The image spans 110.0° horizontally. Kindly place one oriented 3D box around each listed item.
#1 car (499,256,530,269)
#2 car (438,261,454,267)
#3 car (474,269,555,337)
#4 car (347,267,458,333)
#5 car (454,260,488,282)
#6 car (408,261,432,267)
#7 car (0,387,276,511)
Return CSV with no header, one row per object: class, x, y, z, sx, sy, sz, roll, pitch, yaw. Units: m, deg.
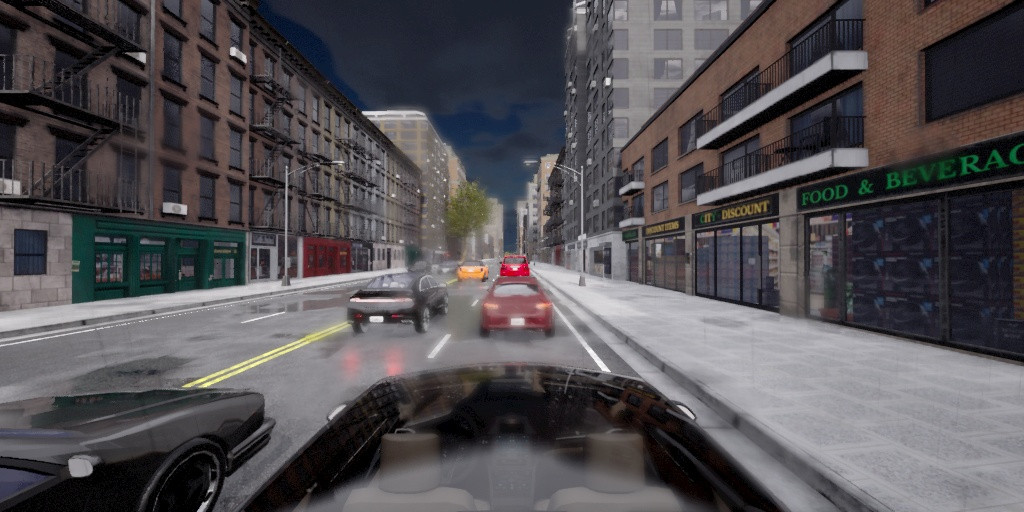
car,0.206,0.984,27.257,2.150,2.045,5.566,0,0,0
car,-6.457,1.265,37.251,2.128,1.511,4.902,0,0,0
car,0.132,1.278,10.159,1.812,1.442,4.674,0,0,0
car,-3.110,1.244,10.662,2.128,1.511,4.902,0,0,0
car,-3.041,1.116,28.950,2.097,1.767,4.553,0,0,0
car,-9.703,1.280,38.048,1.837,1.490,4.892,0,0,0
car,-3.160,1.297,0.851,2.033,1.411,5.357,0,0,1
